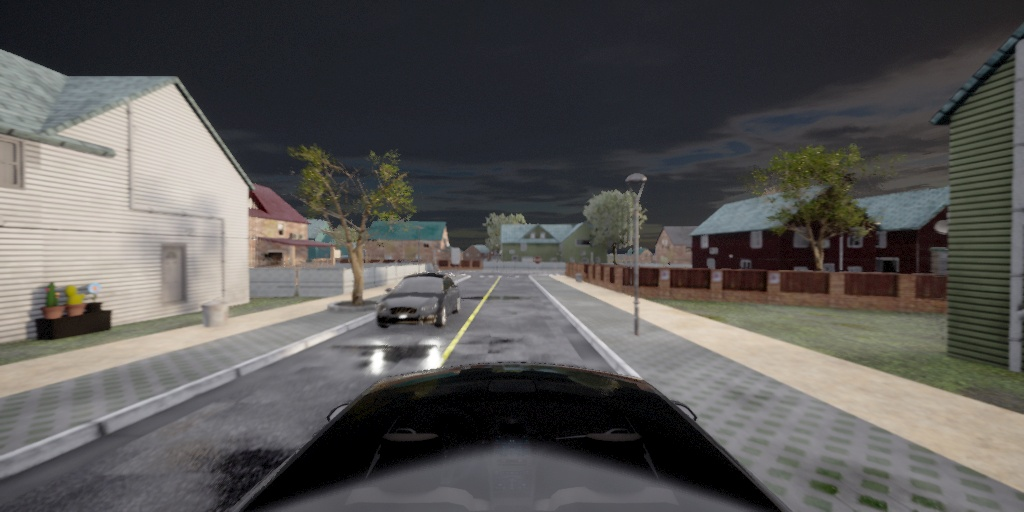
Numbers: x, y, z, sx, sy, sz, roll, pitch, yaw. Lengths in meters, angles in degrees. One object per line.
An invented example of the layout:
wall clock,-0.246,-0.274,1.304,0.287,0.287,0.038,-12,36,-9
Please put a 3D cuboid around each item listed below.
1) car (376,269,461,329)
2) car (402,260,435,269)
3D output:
car,-2.848,1.350,11.811,1.837,1.490,4.892,0,-1,0
car,-12.298,1.365,46.353,4.553,1.767,2.097,0,1,-1
